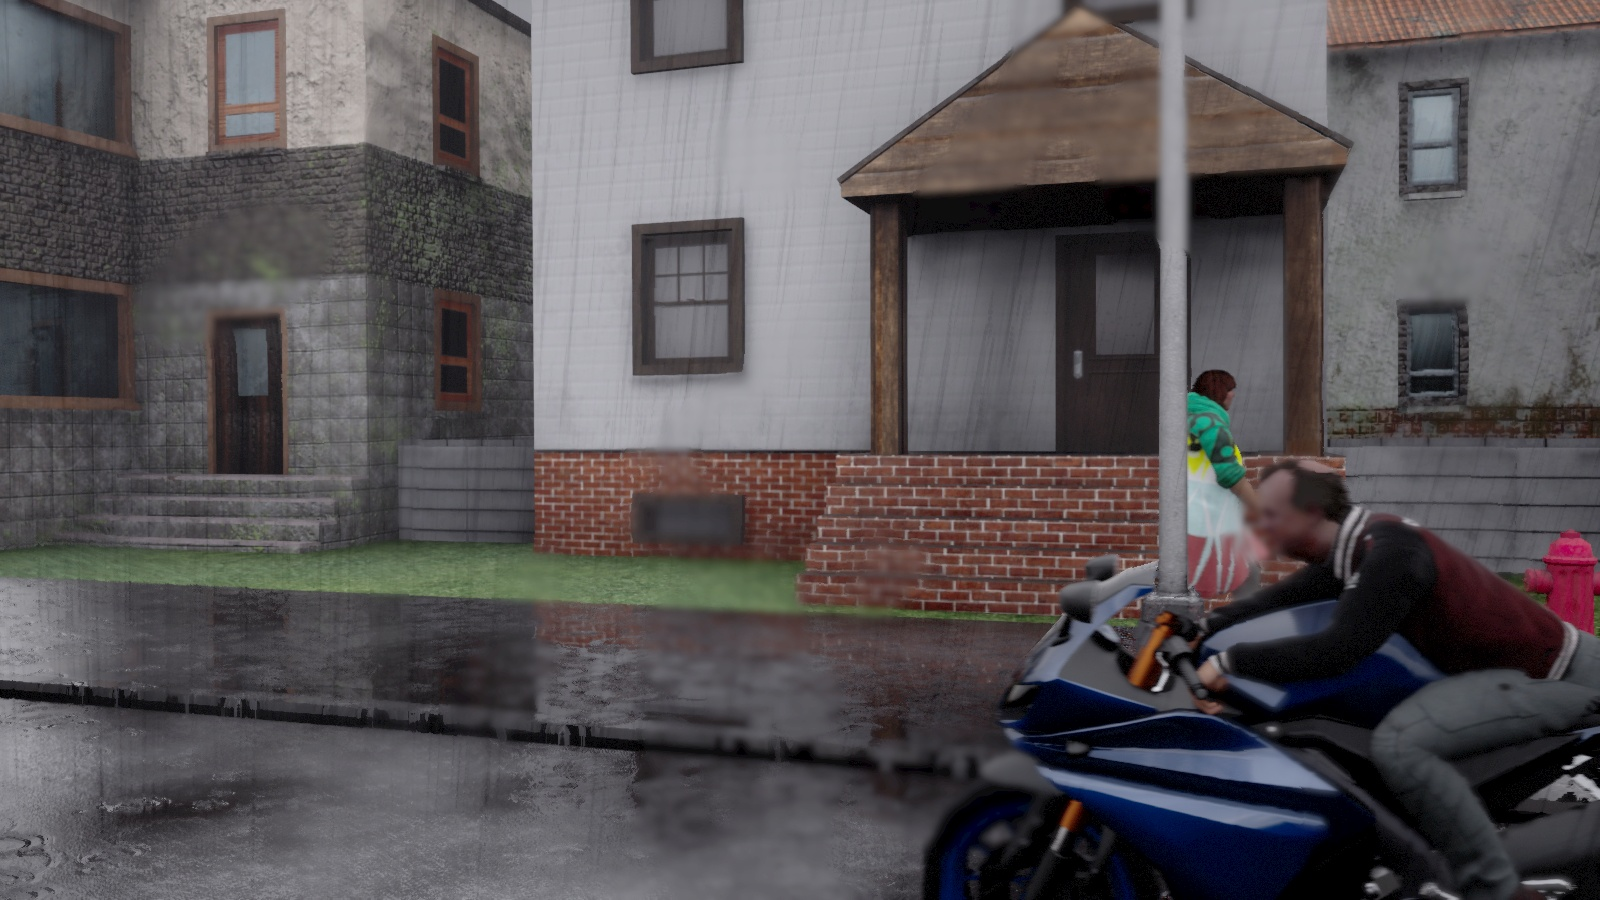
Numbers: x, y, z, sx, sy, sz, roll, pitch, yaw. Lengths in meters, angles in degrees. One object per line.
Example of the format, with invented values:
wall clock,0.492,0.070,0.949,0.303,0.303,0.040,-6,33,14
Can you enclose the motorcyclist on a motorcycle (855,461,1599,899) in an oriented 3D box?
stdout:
motorcyclist on a motorcycle,1.318,0.814,3.268,2.191,1.530,0.866,1,1,18

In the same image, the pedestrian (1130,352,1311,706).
pedestrian,2.418,0.428,7.304,0.873,1.952,0.659,0,1,7
